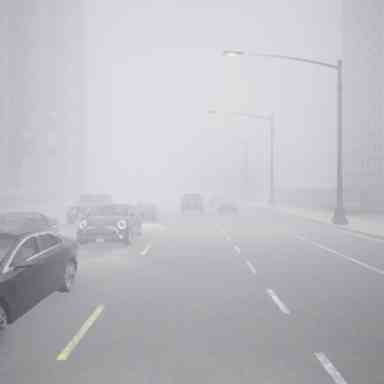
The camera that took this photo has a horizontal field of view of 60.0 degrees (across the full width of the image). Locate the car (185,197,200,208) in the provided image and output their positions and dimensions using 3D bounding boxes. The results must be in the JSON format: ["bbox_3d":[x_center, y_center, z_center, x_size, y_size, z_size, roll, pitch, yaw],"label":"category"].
[{"bbox_3d":[0.032,1.416,46.645,1.994,1.385,4.181,0,0,1],"label":"car"}]

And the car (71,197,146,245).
[{"bbox_3d":[-3.596,1.304,15.278,2.097,1.767,4.553,0,0,0],"label":"car"}]

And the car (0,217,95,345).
[{"bbox_3d":[-3.601,1.473,6.026,2.128,1.511,4.902,0,0,0],"label":"car"}]

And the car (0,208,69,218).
[{"bbox_3d":[-7.101,1.505,13.399,2.033,1.411,5.357,0,0,0],"label":"car"}]

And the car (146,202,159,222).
[{"bbox_3d":[-3.588,1.485,25.092,1.994,1.385,4.181,0,0,0],"label":"car"}]

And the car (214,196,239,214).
[{"bbox_3d":[3.595,1.419,34.121,1.812,1.442,4.674,0,0,0],"label":"car"}]

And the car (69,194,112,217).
[{"bbox_3d":[-7.089,1.146,23.921,2.150,2.045,5.566,0,0,0],"label":"car"}]

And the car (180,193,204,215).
[{"bbox_3d":[0.004,1.120,32.875,2.150,2.045,5.566,0,0,0],"label":"car"}]

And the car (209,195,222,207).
[{"bbox_3d":[3.535,1.206,46.858,2.097,1.767,4.553,0,0,0],"label":"car"}]
